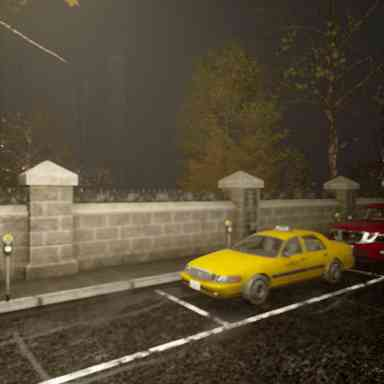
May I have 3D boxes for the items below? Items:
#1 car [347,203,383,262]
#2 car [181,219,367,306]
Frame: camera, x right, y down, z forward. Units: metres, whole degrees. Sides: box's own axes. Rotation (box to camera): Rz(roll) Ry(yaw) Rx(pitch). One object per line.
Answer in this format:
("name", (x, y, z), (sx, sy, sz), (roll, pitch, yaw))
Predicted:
("car", (6.746, 1.310, 11.369), (5.009, 1.841, 2.192), (0, 0, -36))
("car", (2.025, 1.522, 8.000), (4.829, 1.417, 1.752), (0, 0, -36))
